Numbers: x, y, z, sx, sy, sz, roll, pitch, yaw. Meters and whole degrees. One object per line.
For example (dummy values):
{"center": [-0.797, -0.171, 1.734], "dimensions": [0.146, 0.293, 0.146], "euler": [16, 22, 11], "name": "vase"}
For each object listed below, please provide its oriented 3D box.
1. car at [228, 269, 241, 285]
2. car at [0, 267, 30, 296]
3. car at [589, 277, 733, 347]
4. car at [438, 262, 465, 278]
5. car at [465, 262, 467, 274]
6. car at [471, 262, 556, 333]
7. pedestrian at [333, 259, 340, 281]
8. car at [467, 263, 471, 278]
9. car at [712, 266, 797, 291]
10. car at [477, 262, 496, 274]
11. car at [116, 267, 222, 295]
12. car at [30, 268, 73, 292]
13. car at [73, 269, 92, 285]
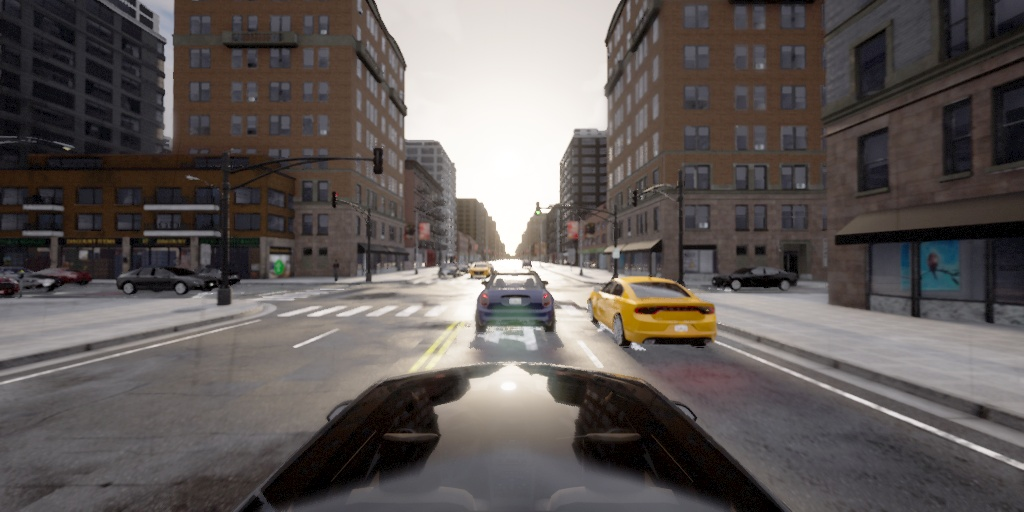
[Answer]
{"center": [-22.136, 1.509, 26.009], "dimensions": [4.313, 1.339, 1.948], "euler": [0, 0, 0], "name": "car"}
{"center": [-27.684, 1.291, 18.010], "dimensions": [4.097, 1.591, 1.967], "euler": [0, 0, 0], "name": "car"}
{"center": [3.356, 1.285, 9.542], "dimensions": [1.882, 1.535, 5.008], "euler": [0, 0, 0], "name": "car"}
{"center": [-6.630, 1.506, 38.063], "dimensions": [2.128, 1.511, 4.902], "euler": [0, 0, -1], "name": "car"}
{"center": [-6.617, 1.573, 47.486], "dimensions": [2.128, 1.511, 4.902], "euler": [0, 0, 0], "name": "car"}
{"center": [0.091, 1.172, 11.162], "dimensions": [2.097, 1.767, 4.553], "euler": [0, 0, 0], "name": "car"}
{"center": [-14.154, 1.119, 28.856], "dimensions": [0.375, 1.860, 0.375], "euler": [0, -1, 0], "name": "pedestrian"}
{"center": [-3.368, 1.497, 38.666], "dimensions": [1.882, 1.535, 5.008], "euler": [0, 0, 0], "name": "car"}
{"center": [15.872, 1.427, 23.657], "dimensions": [5.008, 1.535, 1.882], "euler": [0, -1, 1], "name": "car"}
{"center": [-3.368, 1.577, 48.096], "dimensions": [2.128, 1.511, 4.902], "euler": [0, 0, 0], "name": "car"}
{"center": [-19.592, 1.387, 20.518], "dimensions": [4.892, 1.490, 1.837], "euler": [0, -1, 0], "name": "car"}
{"center": [-29.080, 1.371, 20.562], "dimensions": [4.902, 1.511, 2.128], "euler": [0, -1, 0], "name": "car"}
{"center": [-33.158, 1.523, 26.060], "dimensions": [4.207, 1.307, 1.802], "euler": [0, 0, 0], "name": "car"}
